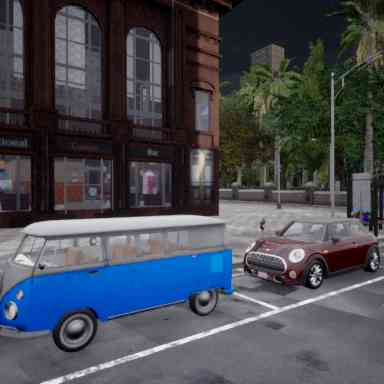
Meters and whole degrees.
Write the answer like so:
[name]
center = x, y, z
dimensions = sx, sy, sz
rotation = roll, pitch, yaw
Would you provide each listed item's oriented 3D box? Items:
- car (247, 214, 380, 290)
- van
[car]
center = 3.287, 1.438, 9.040
dimensions = 4.097, 1.590, 1.967
rotation = 0, 0, -36
[van]
center = -1.114, 1.341, 5.866
dimensions = 3.998, 1.788, 1.690
rotation = 0, 0, -36
